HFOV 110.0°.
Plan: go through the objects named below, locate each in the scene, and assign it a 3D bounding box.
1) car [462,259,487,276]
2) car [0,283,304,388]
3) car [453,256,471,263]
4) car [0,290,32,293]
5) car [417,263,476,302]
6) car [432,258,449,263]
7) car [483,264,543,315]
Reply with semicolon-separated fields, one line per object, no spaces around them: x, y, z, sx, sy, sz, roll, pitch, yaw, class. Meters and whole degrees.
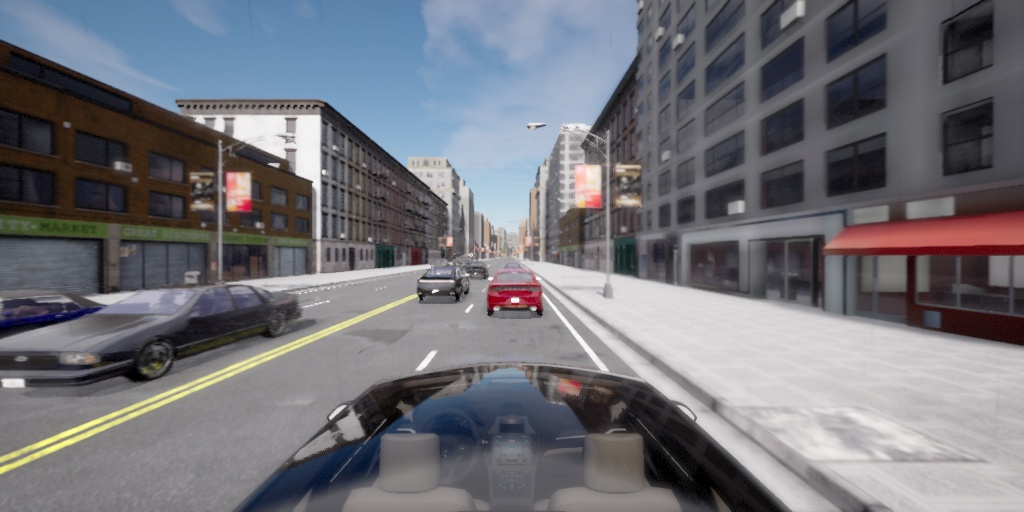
-3.149;1.272;33.258;1.837;1.490;4.892;0;0;0;car
-6.600;1.299;7.410;2.033;1.411;5.357;0;0;0;car
-6.581;1.006;48.097;2.150;2.045;5.566;0;0;0;car
-9.850;1.352;6.582;1.895;1.301;4.718;0;0;0;car
-3.149;1.247;17.130;2.128;1.511;4.902;0;0;0;car
-9.825;1.138;49.103;2.097;1.767;4.553;0;0;0;car
0.101;1.231;13.692;1.882;1.535;5.008;0;0;0;car
